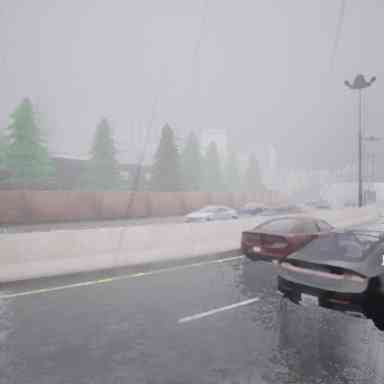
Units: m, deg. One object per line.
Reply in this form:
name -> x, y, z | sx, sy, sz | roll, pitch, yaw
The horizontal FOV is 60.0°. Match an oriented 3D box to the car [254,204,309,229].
car -> 6.629, 1.698, 24.321 | 1.837, 1.490, 4.892 | 0, -1, 42

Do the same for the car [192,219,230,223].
car -> 1.522, 1.717, 24.003 | 1.812, 1.442, 4.674 | 0, -1, 44

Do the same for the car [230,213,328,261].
car -> 3.805, 1.569, 11.557 | 5.008, 1.535, 1.882 | 0, 0, -41

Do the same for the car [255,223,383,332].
car -> 3.795, 1.547, 6.962 | 4.902, 1.511, 2.128 | 0, -1, -39
